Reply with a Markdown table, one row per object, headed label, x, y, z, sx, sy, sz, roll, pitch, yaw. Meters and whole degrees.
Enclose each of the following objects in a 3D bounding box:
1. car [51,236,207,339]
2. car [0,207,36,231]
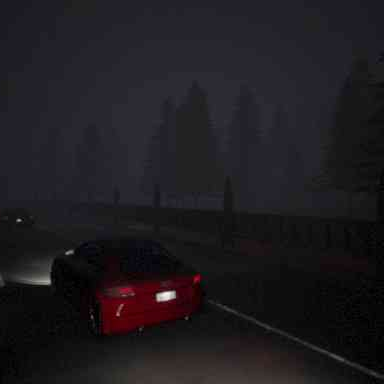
| label | x | y | z | sx | sy | sz | roll | pitch | yaw |
| --- | --- | --- | --- | --- | --- | --- | --- | --- | --- |
| car | -1.523 | 1.608 | 6.872 | 1.994 | 1.385 | 4.181 | 0 | 0 | -34 |
| car | -11.481 | 1.682 | 21.572 | 1.994 | 1.385 | 4.181 | 0 | 0 | -34 |
